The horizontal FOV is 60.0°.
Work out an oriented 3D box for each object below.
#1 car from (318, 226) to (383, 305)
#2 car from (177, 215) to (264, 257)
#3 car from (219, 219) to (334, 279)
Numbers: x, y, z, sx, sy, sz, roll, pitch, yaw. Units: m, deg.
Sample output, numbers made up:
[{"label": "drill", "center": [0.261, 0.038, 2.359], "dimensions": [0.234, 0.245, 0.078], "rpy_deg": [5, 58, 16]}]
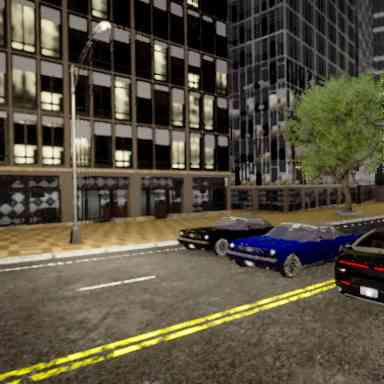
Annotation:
[{"label": "car", "center": [5.034, 1.515, 7.334], "dimensions": [4.892, 1.490, 1.837], "rpy_deg": [0, 0, -38]}, {"label": "car", "center": [1.737, 1.630, 13.237], "dimensions": [4.718, 1.301, 1.895], "rpy_deg": [0, 0, -38]}, {"label": "car", "center": [3.288, 1.621, 10.326], "dimensions": [4.718, 1.301, 1.895], "rpy_deg": [0, 0, -38]}]
